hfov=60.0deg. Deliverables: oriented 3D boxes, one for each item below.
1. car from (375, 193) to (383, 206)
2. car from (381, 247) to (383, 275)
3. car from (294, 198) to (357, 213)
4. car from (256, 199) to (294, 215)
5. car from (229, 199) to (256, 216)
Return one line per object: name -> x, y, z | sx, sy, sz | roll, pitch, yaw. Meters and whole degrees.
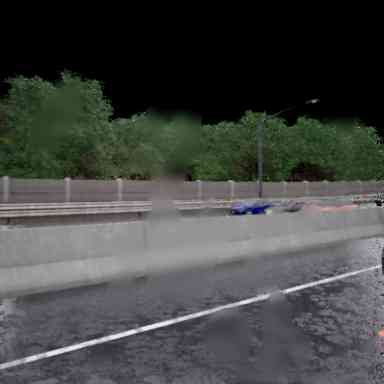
car -> 25.959, 0.788, 42.792 | 5.566, 2.045, 2.150 | -1, 1, -33
car -> 6.681, 1.482, 8.432 | 4.892, 1.490, 1.837 | 0, 0, -35
car -> 9.707, 1.254, 23.534 | 4.553, 1.767, 2.097 | 0, 0, -34
car -> 7.803, 1.391, 26.474 | 4.902, 1.511, 2.128 | 0, 0, -34
car -> 5.480, 1.379, 29.124 | 5.008, 1.535, 1.882 | 0, 0, -34
